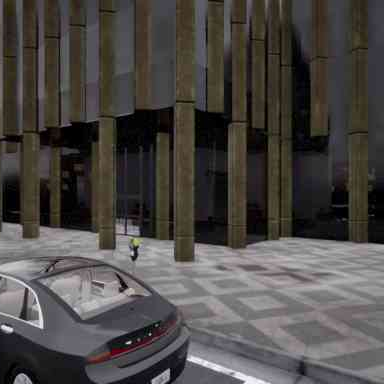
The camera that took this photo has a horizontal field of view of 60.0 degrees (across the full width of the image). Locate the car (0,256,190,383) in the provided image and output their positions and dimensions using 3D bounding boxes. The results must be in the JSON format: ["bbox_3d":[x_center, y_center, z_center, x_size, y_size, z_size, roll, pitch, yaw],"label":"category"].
[{"bbox_3d":[-2.075,1.551,4.429,4.403,1.369,2.008,0,0,35],"label":"car"}]
